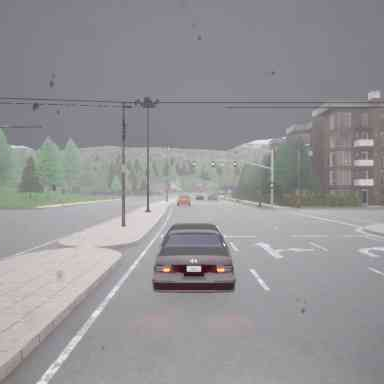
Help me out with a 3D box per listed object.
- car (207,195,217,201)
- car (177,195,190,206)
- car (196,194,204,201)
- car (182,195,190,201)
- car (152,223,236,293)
[{"bbox_3d":[5.510,1.539,85.614,2.033,1.411,5.357,0,0,0],"label":"car"},{"bbox_3d":[-1.338,1.352,54.745,2.097,1.767,4.553,0,0,-1],"label":"car"},{"bbox_3d":[2.010,1.477,85.608,1.882,1.535,5.008,0,0,0],"label":"car"},{"bbox_3d":[-1.490,1.523,85.570,1.812,1.442,4.674,0,0,0],"label":"car"},{"bbox_3d":[0.045,1.547,9.000,2.033,1.411,5.357,0,0,0],"label":"car"}]
